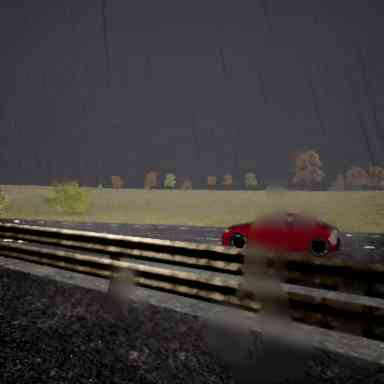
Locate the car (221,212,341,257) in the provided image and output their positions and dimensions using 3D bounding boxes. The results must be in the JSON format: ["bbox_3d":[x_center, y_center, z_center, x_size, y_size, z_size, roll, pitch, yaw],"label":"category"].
[{"bbox_3d":[3.198,1.451,12.265,4.181,1.385,1.994,0,0,22],"label":"car"}]
